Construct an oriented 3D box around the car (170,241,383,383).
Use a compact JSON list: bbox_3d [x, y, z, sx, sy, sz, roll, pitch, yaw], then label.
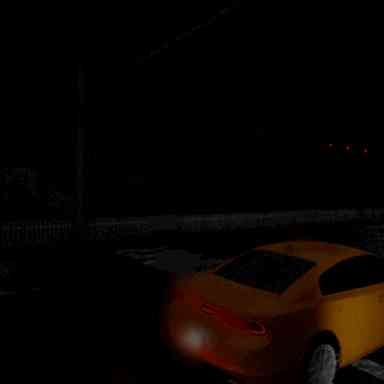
[{"bbox_3d":[2.055,1.521,5.209,5.008,1.535,1.882,0,0,-35],"label":"car"}]
